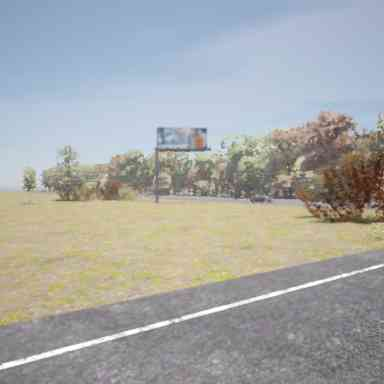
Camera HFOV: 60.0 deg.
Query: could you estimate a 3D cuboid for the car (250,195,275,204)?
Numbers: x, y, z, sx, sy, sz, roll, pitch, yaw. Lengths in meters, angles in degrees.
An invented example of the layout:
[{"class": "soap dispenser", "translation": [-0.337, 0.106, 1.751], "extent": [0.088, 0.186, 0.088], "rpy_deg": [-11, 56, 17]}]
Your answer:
[{"class": "car", "translation": [12.330, 1.242, 58.386], "extent": [2.128, 1.511, 4.902], "rpy_deg": [0, 0, -34]}]
